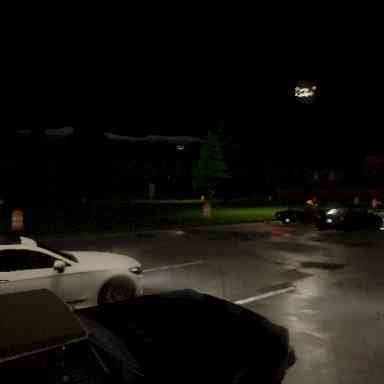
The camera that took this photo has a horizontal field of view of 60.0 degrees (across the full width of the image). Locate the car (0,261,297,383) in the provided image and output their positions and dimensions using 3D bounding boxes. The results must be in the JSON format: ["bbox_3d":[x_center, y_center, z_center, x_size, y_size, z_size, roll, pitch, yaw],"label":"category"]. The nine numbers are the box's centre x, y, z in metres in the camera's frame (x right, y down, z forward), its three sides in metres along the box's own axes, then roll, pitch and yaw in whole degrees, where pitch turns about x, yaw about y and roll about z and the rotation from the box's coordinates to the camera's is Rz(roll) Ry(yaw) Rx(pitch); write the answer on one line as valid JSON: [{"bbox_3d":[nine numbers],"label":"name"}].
[{"bbox_3d":[-1.255,1.598,2.851,4.718,1.301,1.895,0,0,-35],"label":"car"}]

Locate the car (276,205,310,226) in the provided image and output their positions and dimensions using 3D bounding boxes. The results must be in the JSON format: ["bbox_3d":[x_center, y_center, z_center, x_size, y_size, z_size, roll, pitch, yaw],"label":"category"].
[{"bbox_3d":[7.907,1.508,22.444,4.718,1.301,1.895,0,0,-35],"label":"car"}]

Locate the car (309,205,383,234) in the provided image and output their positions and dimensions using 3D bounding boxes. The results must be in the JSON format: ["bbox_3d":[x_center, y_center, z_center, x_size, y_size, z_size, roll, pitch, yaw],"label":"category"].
[{"bbox_3d":[8.873,1.478,18.669,4.181,1.385,1.994,0,0,-35],"label":"car"}]

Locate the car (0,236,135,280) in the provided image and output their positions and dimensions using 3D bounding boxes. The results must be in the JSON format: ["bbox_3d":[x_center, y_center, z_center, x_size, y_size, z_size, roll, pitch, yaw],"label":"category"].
[{"bbox_3d":[-3.126,1.522,5.814,4.674,1.442,1.812,0,0,-36],"label":"car"}]

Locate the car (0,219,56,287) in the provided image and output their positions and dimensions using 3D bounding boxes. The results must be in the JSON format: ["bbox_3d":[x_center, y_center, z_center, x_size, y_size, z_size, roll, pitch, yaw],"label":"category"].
[{"bbox_3d":[-6.288,1.550,7.862,5.357,1.411,2.033,0,0,-35],"label":"car"}]
